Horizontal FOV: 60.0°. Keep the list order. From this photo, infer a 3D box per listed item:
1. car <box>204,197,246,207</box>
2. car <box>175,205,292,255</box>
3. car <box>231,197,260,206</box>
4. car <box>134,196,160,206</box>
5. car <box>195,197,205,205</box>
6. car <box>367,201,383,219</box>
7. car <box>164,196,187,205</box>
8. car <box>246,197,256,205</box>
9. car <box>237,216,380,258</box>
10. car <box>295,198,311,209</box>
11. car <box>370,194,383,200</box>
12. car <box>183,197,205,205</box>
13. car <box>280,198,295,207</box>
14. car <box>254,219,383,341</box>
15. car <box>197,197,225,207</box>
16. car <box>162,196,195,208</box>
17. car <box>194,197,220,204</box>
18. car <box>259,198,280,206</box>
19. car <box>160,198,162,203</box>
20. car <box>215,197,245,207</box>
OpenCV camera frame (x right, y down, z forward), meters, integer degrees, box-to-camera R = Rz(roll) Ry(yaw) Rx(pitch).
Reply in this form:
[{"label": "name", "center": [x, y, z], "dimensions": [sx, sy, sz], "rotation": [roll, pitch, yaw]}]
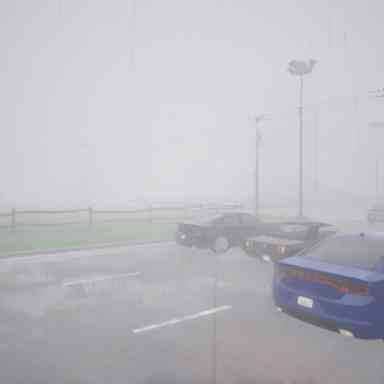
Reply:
[{"label": "car", "center": [3.913, 1.581, 39.893], "dimensions": [1.812, 1.442, 4.674], "rotation": [0, 0, -36]}, {"label": "car", "center": [1.674, 1.497, 13.562], "dimensions": [5.008, 1.535, 1.882], "rotation": [0, 0, -36]}, {"label": "car", "center": [9.038, 1.576, 56.647], "dimensions": [2.128, 1.511, 4.902], "rotation": [0, 0, -36]}, {"label": "car", "center": [-7.880, 1.406, 56.061], "dimensions": [2.097, 1.767, 4.553], "rotation": [0, 0, -36]}, {"label": "car", "center": [-0.157, 1.567, 51.404], "dimensions": [1.837, 1.490, 4.892], "rotation": [0, 0, -36]}, {"label": "car", "center": [14.025, 1.546, 23.353], "dimensions": [4.902, 1.511, 2.128], "rotation": [0, 0, -41]}, {"label": "car", "center": [-3.061, 1.547, 61.392], "dimensions": [1.882, 1.535, 5.008], "rotation": [0, 0, -36]}, {"label": "car", "center": [5.940, 1.663, 43.048], "dimensions": [1.895, 1.301, 4.718], "rotation": [0, 0, -36]}, {"label": "car", "center": [3.934, 1.621, 10.878], "dimensions": [4.718, 1.301, 1.895], "rotation": [0, 0, -36]}, {"label": "car", "center": [14.924, 1.590, 48.558], "dimensions": [1.837, 1.490, 4.892], "rotation": [0, 0, -36]}, {"label": "car", "center": [45.899, 1.403, 79.284], "dimensions": [2.150, 2.045, 5.566], "rotation": [0, 0, -7]}, {"label": "car", "center": [0.328, 1.641, 62.720], "dimensions": [1.994, 1.385, 4.181], "rotation": [0, 0, -36]}, {"label": "car", "center": [11.657, 1.603, 47.109], "dimensions": [1.812, 1.442, 4.674], "rotation": [0, 0, -36]}, {"label": "car", "center": [3.696, 1.492, 6.393], "dimensions": [5.008, 1.535, 1.882], "rotation": [0, 0, -36]}, {"label": "car", "center": [2.929, 1.574, 53.116], "dimensions": [1.837, 1.490, 4.892], "rotation": [0, 0, -36]}, {"label": "car", "center": [-1.979, 1.618, 47.958], "dimensions": [1.994, 1.385, 4.181], "rotation": [0, 0, -36]}, {"label": "car", "center": [2.871, 1.632, 65.207], "dimensions": [2.033, 1.411, 5.357], "rotation": [0, 0, -36]}, {"label": "car", "center": [8.887, 1.562, 44.950], "dimensions": [2.128, 1.511, 4.902], "rotation": [0, 0, -36]}, {"label": "car", "center": [-6.216, 1.662, 59.764], "dimensions": [1.895, 1.301, 4.718], "rotation": [0, 0, -36]}, {"label": "car", "center": [6.138, 1.569, 54.669], "dimensions": [2.128, 1.511, 4.902], "rotation": [0, 0, -36]}]
